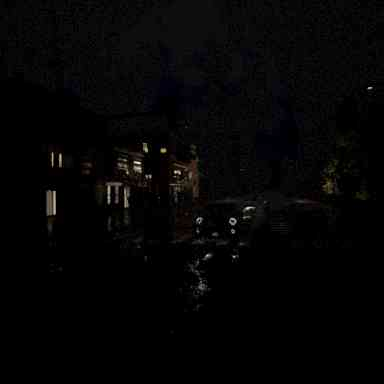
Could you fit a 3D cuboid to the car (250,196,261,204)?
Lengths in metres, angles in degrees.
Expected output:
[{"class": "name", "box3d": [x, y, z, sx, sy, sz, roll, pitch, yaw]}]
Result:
[{"class": "car", "box3d": [12.069, 1.519, 62.887, 1.812, 1.442, 4.674, 0, 0, 13]}]

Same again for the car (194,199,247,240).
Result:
[{"class": "car", "box3d": [1.520, 1.341, 17.212, 2.097, 1.767, 4.553, 0, 0, 13]}]

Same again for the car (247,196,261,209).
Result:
[{"class": "car", "box3d": [8.055, 1.534, 45.498, 1.812, 1.442, 4.674, 0, 0, 13]}]
